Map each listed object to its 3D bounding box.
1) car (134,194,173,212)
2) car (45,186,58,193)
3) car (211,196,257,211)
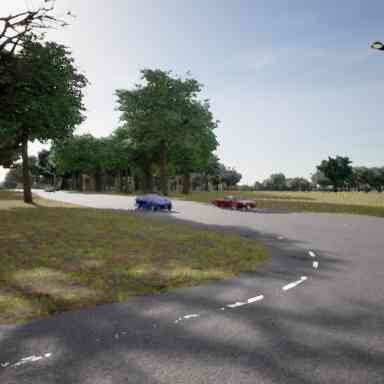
[{"bbox_3d":[-3.653,0.947,30.871,1.882,1.535,5.008,-1,2,-35],"label":"car"},{"bbox_3d":[-34.111,-0.529,79.811,1.837,1.490,4.892,-1,2,-30],"label":"car"},{"bbox_3d":[3.924,1.034,32.259,1.895,1.301,4.718,-1,2,-35],"label":"car"}]
